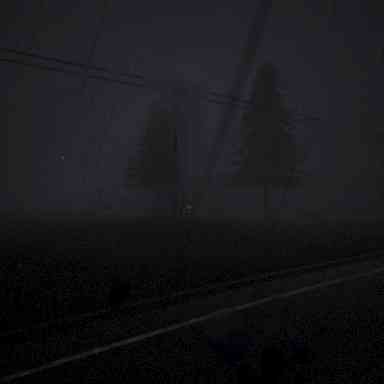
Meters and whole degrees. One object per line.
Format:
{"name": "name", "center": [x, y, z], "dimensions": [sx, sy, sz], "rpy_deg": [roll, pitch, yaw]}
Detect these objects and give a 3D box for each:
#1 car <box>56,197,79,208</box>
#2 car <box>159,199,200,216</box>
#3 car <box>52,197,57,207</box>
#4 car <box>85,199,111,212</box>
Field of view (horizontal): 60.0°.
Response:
{"name": "car", "center": [-18.635, 1.765, 50.306], "dimensions": [1.994, 1.385, 4.181], "rpy_deg": [1, 0, -33]}
{"name": "car", "center": [-1.443, 1.485, 34.293], "dimensions": [4.553, 1.767, 2.097], "rpy_deg": [0, 0, 33]}
{"name": "car", "center": [-22.139, 1.572, 55.350], "dimensions": [1.837, 1.490, 4.892], "rpy_deg": [0, 0, -26]}
{"name": "car", "center": [-12.089, 1.619, 42.519], "dimensions": [1.812, 1.442, 4.674], "rpy_deg": [1, 0, -42]}
